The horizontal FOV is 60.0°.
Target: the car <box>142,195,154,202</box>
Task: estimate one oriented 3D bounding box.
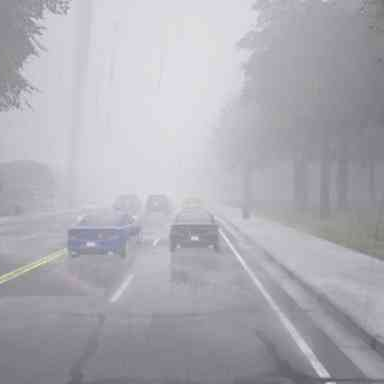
[{"bbox_3d":[-9.762,1.455,74.737,2.033,1.411,5.357,0,0,0],"label":"car"}]

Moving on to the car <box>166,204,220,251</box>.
[{"bbox_3d":[0.100,1.480,14.188,1.882,1.535,5.008,0,0,0],"label":"car"}]

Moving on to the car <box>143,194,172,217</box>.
[{"bbox_3d":[-3.155,1.230,32.143,2.150,2.045,5.566,0,0,0],"label":"car"}]

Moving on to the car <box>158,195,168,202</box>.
[{"bbox_3d":[-6.513,1.367,76.127,1.882,1.535,5.008,0,0,0],"label":"car"}]

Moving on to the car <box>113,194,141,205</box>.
[{"bbox_3d":[-6.603,1.230,34.371,2.150,2.045,5.566,0,0,0],"label":"car"}]

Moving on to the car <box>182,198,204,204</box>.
[{"bbox_3d":[0.097,1.361,32.585,2.097,1.767,4.553,0,0,0],"label":"car"}]

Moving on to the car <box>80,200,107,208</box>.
[{"bbox_3d":[-9.851,1.536,33.479,1.812,1.442,4.674,0,0,0],"label":"car"}]

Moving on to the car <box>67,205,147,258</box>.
[{"bbox_3d":[-3.151,1.480,12.848,1.882,1.535,5.008,0,0,0],"label":"car"}]
